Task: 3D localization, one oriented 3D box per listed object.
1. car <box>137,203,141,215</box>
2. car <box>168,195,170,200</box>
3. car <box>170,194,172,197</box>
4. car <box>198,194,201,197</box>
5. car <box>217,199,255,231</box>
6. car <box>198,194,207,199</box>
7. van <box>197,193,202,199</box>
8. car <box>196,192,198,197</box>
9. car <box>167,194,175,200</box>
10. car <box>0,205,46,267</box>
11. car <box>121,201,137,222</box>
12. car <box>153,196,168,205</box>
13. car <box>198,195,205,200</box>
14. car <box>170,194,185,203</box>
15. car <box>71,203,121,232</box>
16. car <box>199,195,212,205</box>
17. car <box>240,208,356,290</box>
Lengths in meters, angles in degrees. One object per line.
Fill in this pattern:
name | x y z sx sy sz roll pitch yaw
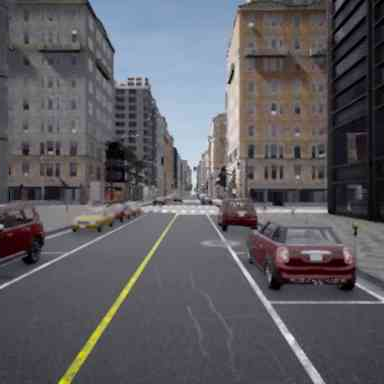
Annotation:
car | -5.847 1.522 31.443 1.752 1.417 4.829 1 0 0
car | -5.844 1.540 64.306 1.887 1.381 4.507 1 0 0
car | -5.843 1.579 81.324 1.802 1.307 4.206 1 0 0
car | 2.682 1.577 69.970 1.802 1.307 4.206 1 0 0
car | 2.680 1.313 20.354 2.192 1.841 5.009 1 0 0
car | 2.681 1.577 64.296 1.802 1.307 4.206 1 0 0
van | 2.685 1.337 75.643 1.690 1.788 3.998 1 0 0
car | 2.685 1.312 81.316 2.192 1.841 5.009 1 0 0
car | -5.841 1.440 92.670 1.967 1.590 4.097 1 0 0
car | -5.847 1.314 9.115 2.192 1.841 5.009 1 0 0
car | -5.847 1.542 25.988 1.887 1.381 4.507 1 0 0
car | -5.845 1.540 58.633 1.887 1.381 4.507 1 0 0
car | 2.683 1.582 92.663 1.802 1.307 4.206 1 0 0
car | -2.993 1.591 70.396 1.895 1.301 4.718 0 0 0
car | -5.848 1.523 20.194 1.752 1.417 4.829 1 0 0
car | 2.681 1.577 58.623 1.802 1.307 4.206 1 0 0
car | 2.678 1.439 9.105 1.967 1.590 4.097 1 0 0
